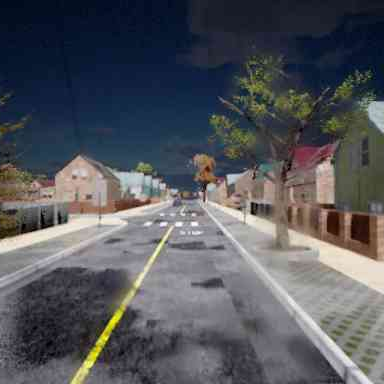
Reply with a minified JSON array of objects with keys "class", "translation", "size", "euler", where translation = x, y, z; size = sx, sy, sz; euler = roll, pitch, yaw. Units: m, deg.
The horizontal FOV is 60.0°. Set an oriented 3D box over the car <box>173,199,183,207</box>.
[{"class":"car","translation":[-2.747,2.036,65.207],"size":[2.033,1.411,5.357],"euler":[0,-1,0]}]
